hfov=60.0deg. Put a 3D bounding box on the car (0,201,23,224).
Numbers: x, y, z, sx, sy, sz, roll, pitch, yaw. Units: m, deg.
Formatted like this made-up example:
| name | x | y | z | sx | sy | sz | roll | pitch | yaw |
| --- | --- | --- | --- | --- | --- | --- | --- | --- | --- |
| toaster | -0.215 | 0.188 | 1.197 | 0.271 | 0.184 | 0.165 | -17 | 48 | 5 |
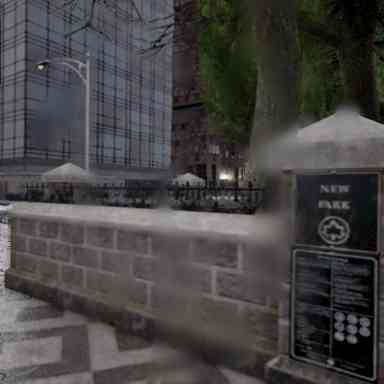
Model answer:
| name | x | y | z | sx | sy | sz | roll | pitch | yaw |
| --- | --- | --- | --- | --- | --- | --- | --- | --- | --- |
| car | -11.275 | 1.308 | 22.027 | 2.008 | 1.369 | 4.403 | 1 | 0 | 35 |
